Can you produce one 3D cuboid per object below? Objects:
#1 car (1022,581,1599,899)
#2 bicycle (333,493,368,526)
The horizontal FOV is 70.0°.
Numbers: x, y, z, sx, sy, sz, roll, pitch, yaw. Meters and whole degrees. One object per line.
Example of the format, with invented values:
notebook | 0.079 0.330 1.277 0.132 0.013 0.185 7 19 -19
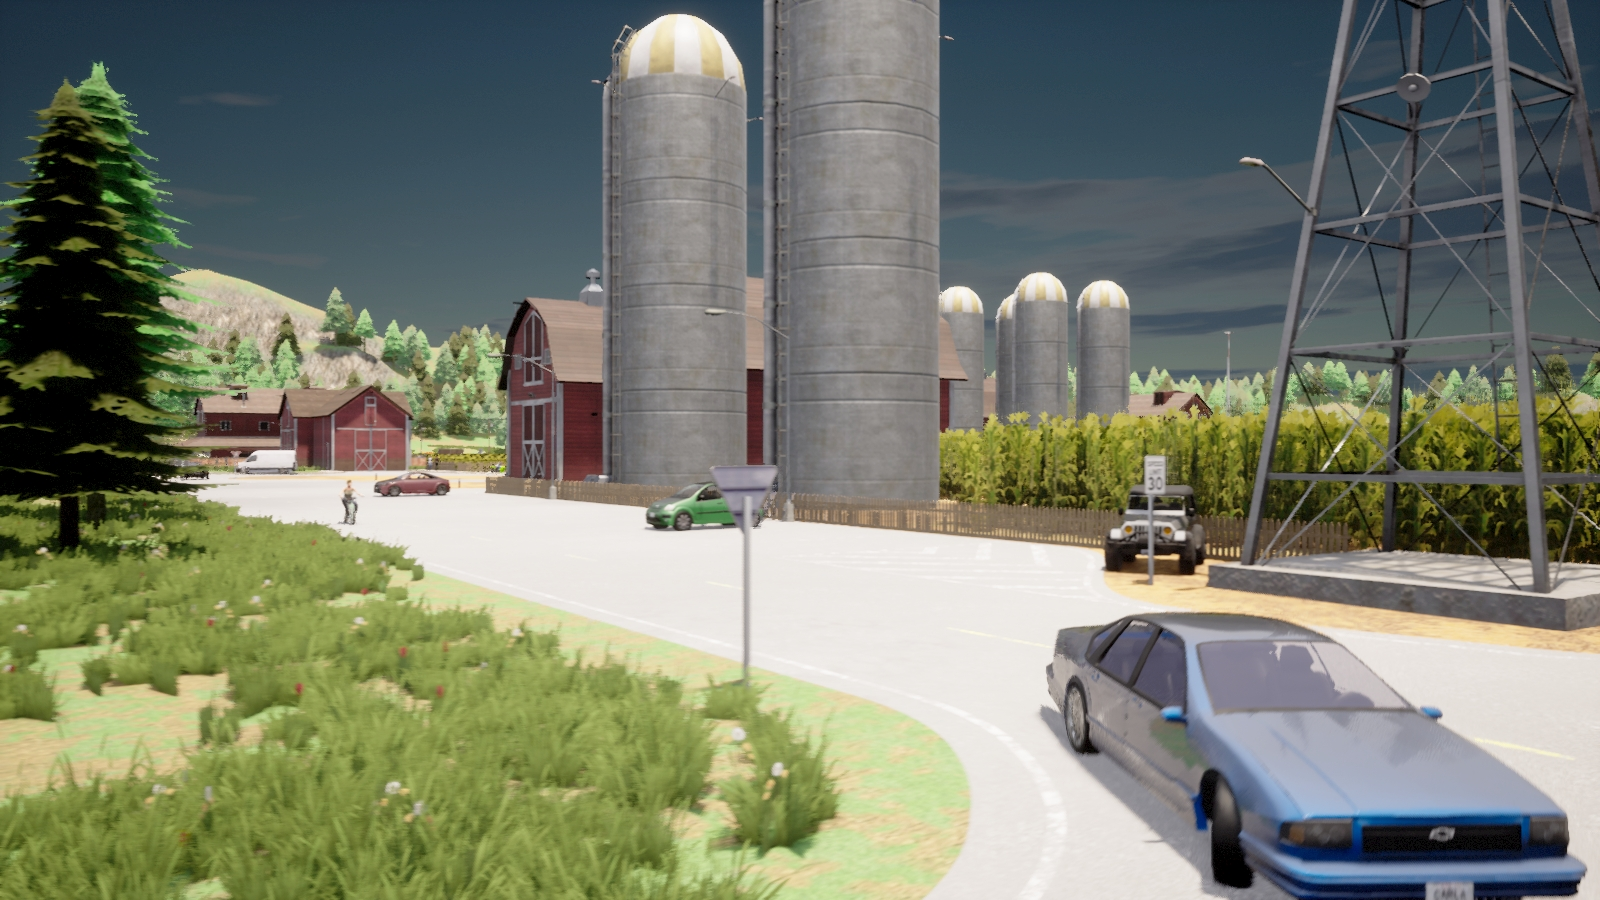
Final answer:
car | 3.461 2.067 9.044 2.033 1.411 5.357 1 0 -4
bicycle | -15.988 2.117 40.587 0.859 1.080 1.487 0 0 -34
